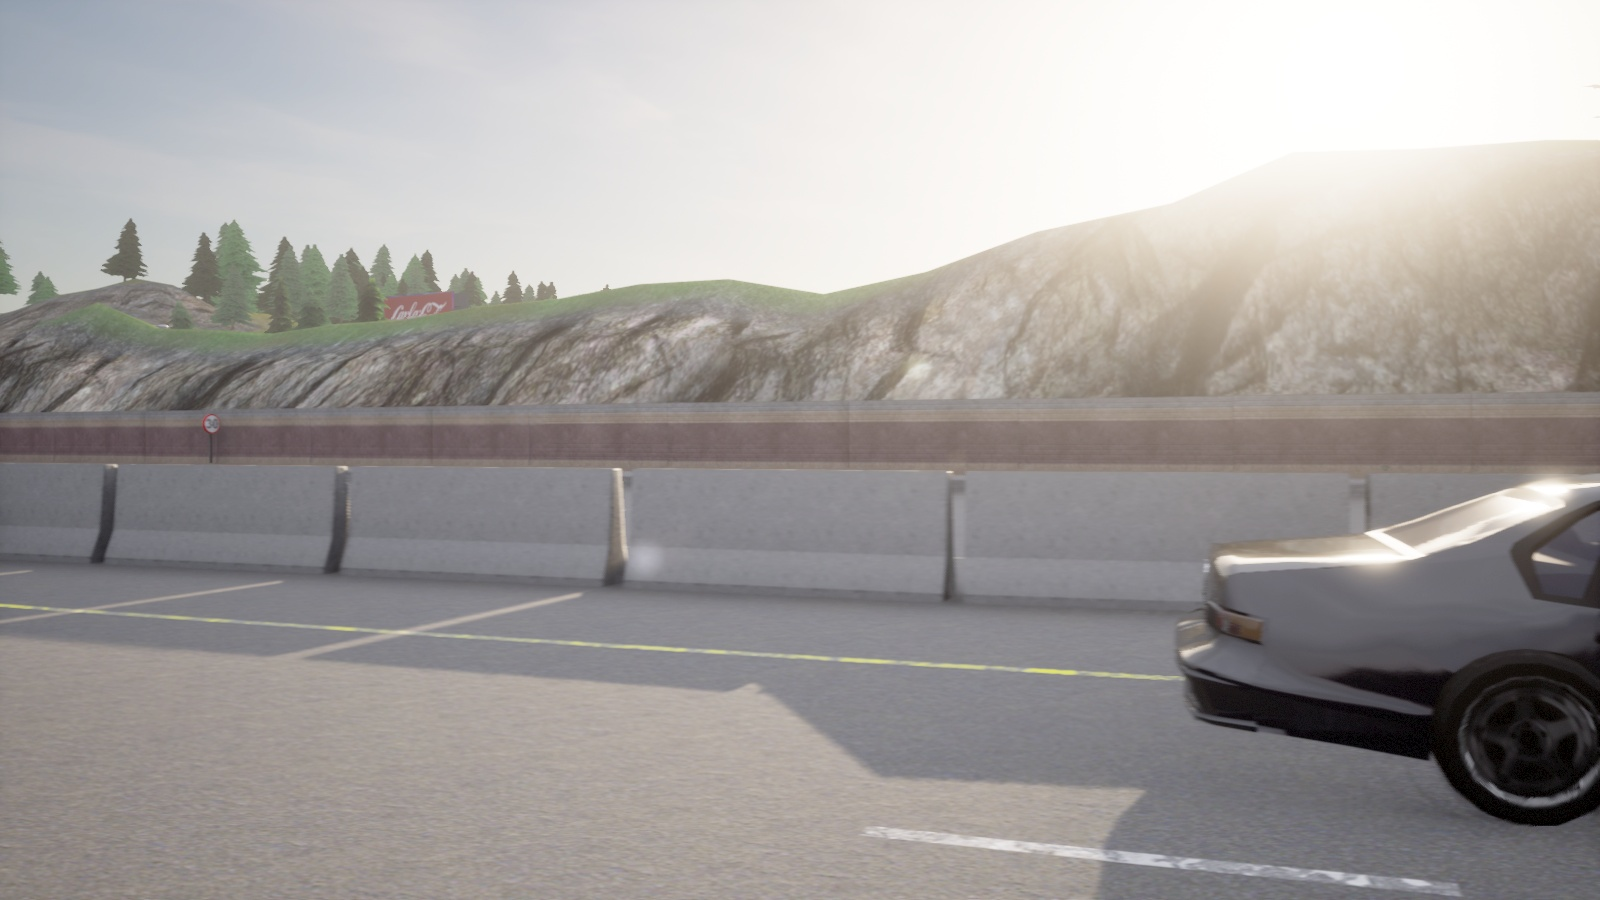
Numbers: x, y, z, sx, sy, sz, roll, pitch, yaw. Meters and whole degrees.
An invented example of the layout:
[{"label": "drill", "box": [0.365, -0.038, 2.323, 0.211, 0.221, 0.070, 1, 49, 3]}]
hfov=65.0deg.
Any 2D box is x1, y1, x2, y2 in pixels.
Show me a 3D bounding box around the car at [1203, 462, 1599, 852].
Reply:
[{"label": "car", "box": [4.553, 0.808, 5.337, 5.357, 1.411, 2.033, 0, 1, 17]}]
